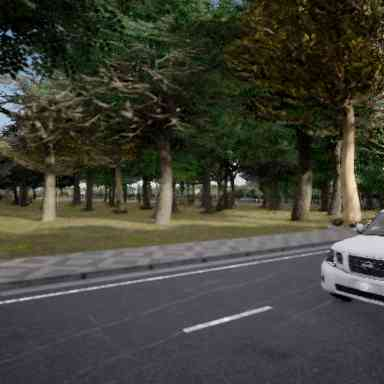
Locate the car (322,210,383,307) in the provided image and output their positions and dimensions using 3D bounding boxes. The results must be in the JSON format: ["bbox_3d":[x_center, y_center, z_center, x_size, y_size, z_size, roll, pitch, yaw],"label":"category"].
[{"bbox_3d":[5.285,1.334,7.471,5.566,2.045,2.150,1,0,-36],"label":"car"}]
